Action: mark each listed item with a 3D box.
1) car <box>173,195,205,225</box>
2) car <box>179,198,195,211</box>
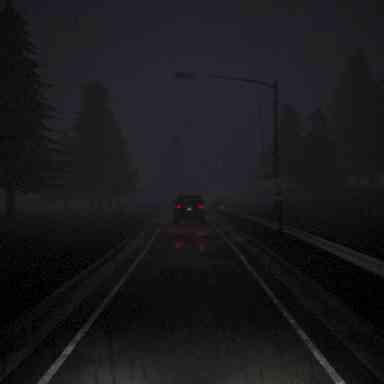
[{"bbox_3d":[-0.239,1.222,24.435,2.150,2.045,5.566,0,0,-2],"label":"car"},{"bbox_3d":[-0.596,1.531,42.396,1.812,1.442,4.674,0,0,1],"label":"car"}]
